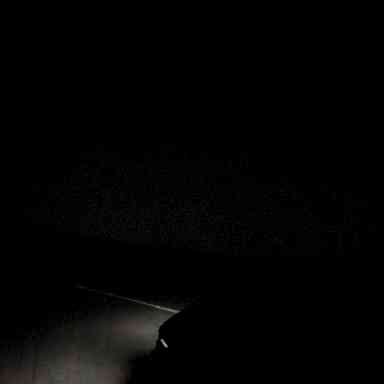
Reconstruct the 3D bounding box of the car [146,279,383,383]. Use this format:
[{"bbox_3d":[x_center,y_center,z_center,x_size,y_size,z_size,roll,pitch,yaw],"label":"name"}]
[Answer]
[{"bbox_3d":[1.739,1.525,2.768,4.674,1.442,1.812,0,0,35],"label":"car"}]
